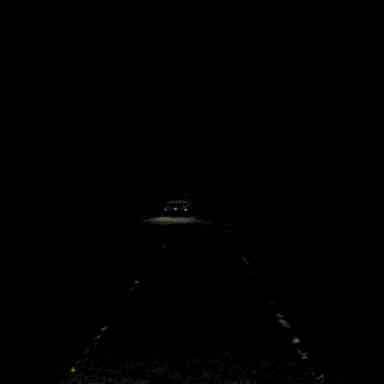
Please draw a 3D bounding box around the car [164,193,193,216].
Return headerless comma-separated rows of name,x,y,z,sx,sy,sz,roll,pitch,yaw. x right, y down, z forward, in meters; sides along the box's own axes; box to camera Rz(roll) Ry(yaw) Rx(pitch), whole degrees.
car,-1.153,1.157,32.026,2.150,2.045,5.566,0,0,7
